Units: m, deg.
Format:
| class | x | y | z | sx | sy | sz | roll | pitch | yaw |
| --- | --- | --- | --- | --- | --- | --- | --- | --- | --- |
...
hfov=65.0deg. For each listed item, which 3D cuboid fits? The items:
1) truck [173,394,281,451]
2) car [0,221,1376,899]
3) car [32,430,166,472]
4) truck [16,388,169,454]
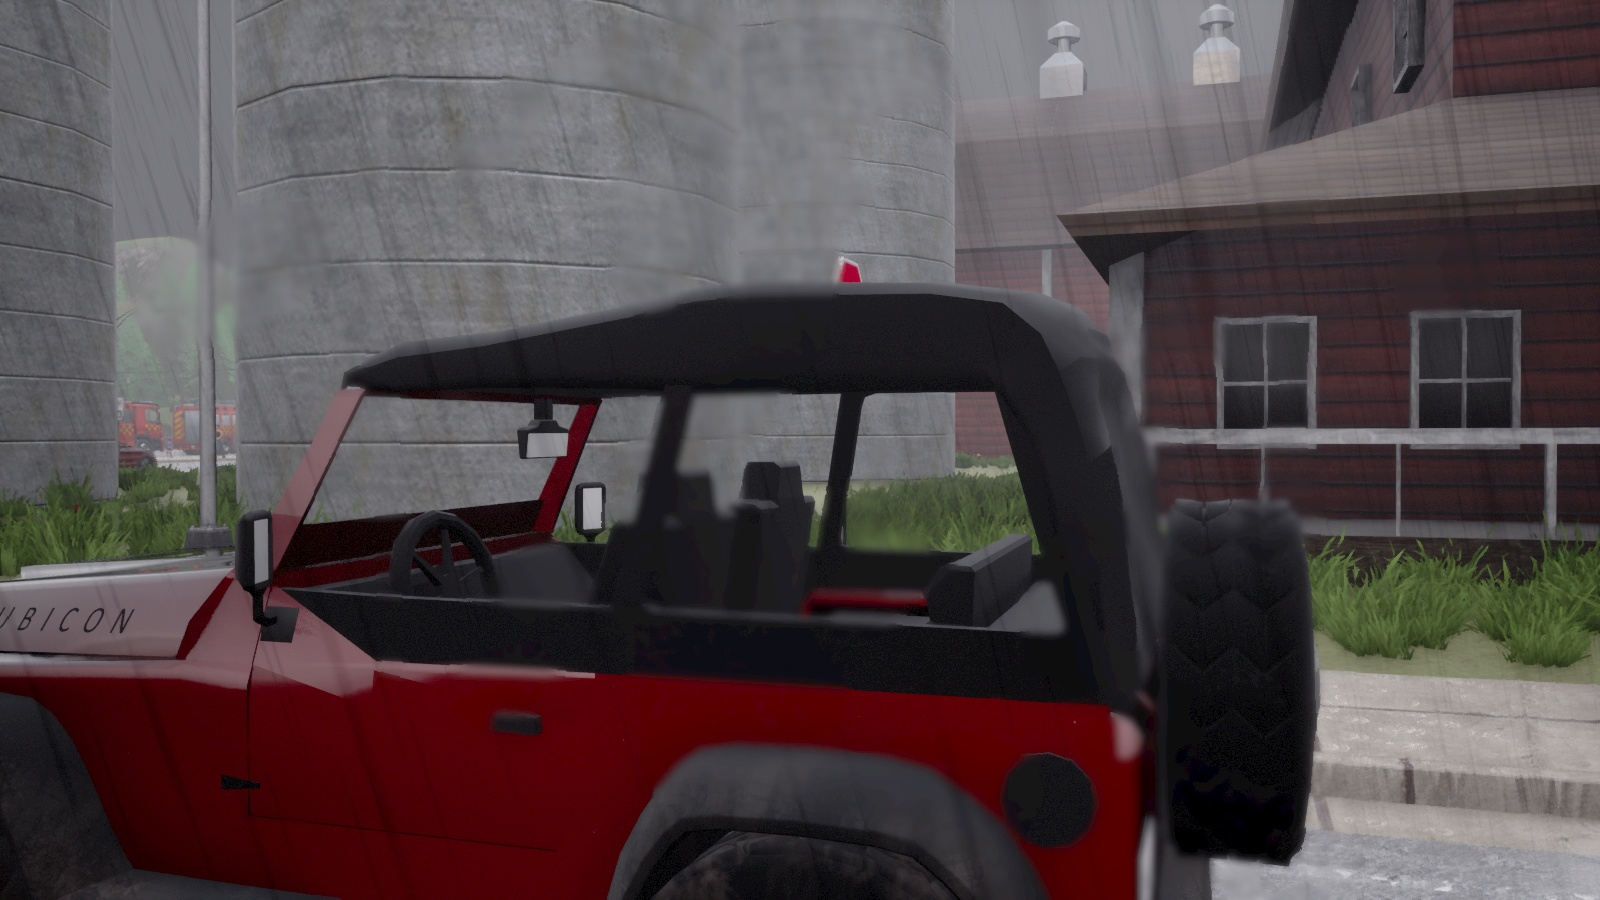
| class | x | y | z | sx | sy | sz | roll | pitch | yaw |
| --- | --- | --- | --- | --- | --- | --- | --- | --- | --- |
| truck | -40.253 | -1.908 | 88.614 | 2.891 | 3.827 | 8.468 | 0 | 1 | 7 |
| car | -0.671 | 0.565 | 3.415 | 3.866 | 1.878 | 1.905 | 1 | 1 | 19 |
| car | -25.773 | 0.002 | 46.327 | 1.816 | 1.474 | 4.193 | 1 | 1 | 18 |
| truck | -43.146 | -1.732 | 76.966 | 2.891 | 3.827 | 8.468 | 1 | 1 | 18 |
